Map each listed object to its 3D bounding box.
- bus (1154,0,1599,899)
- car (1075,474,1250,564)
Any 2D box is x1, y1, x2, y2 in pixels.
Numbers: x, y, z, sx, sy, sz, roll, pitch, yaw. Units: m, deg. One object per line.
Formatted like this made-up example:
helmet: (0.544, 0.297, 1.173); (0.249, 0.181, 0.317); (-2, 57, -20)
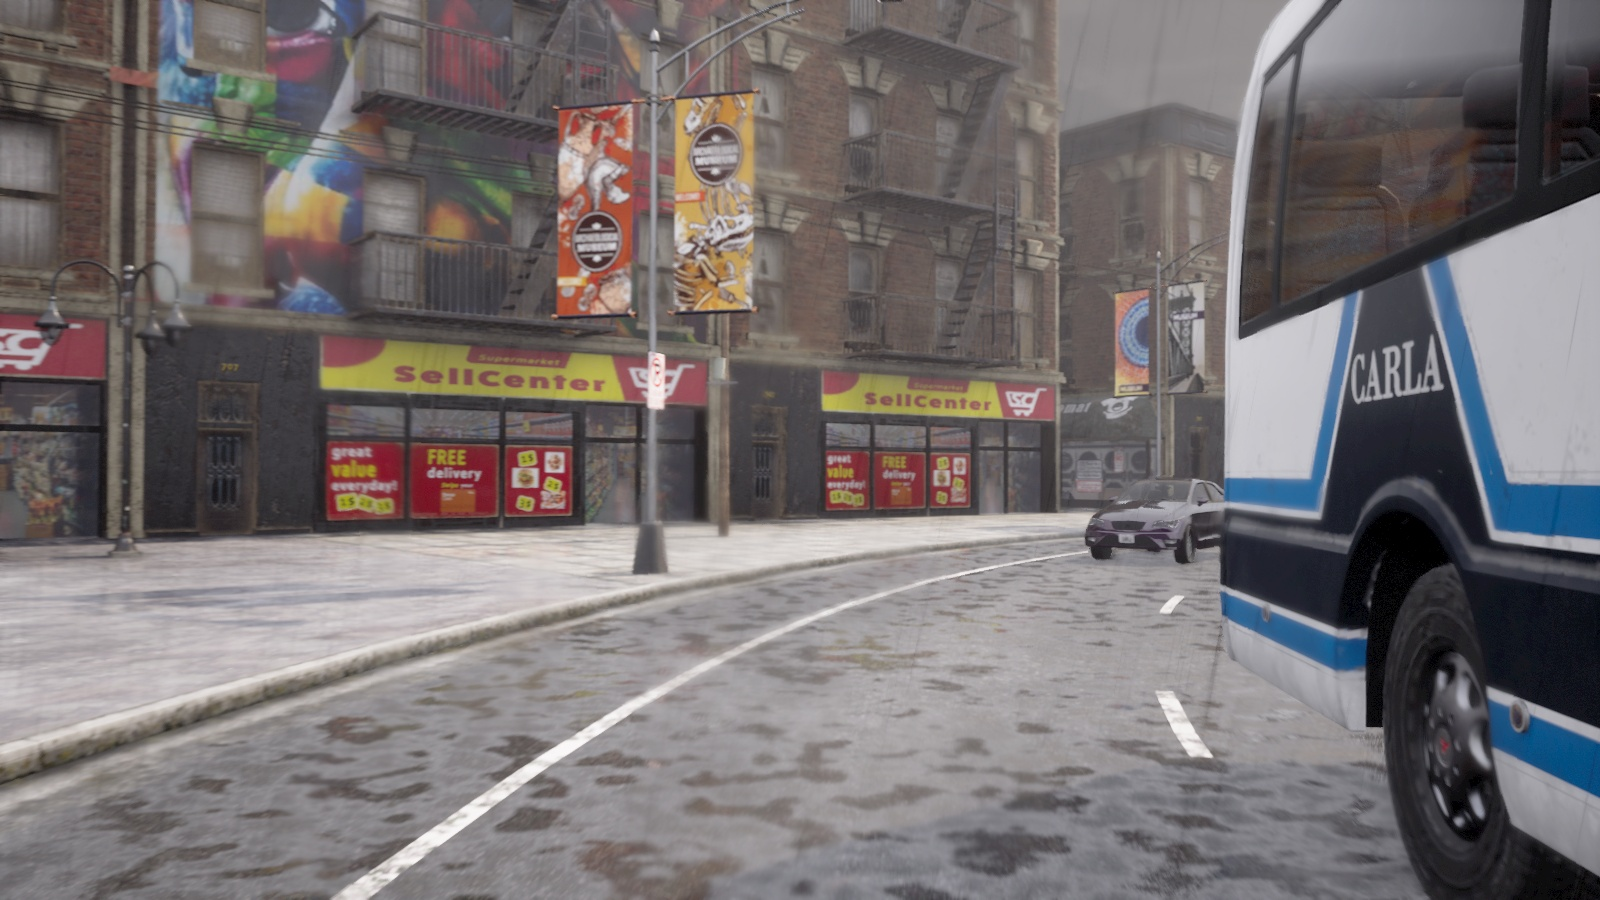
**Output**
bus: (3.441, -0.547, 1.589); (3.944, 4.253, 10.273); (-1, -1, 5)
car: (6.748, 1.193, 23.096); (1.816, 1.474, 4.193); (-1, -1, 35)
